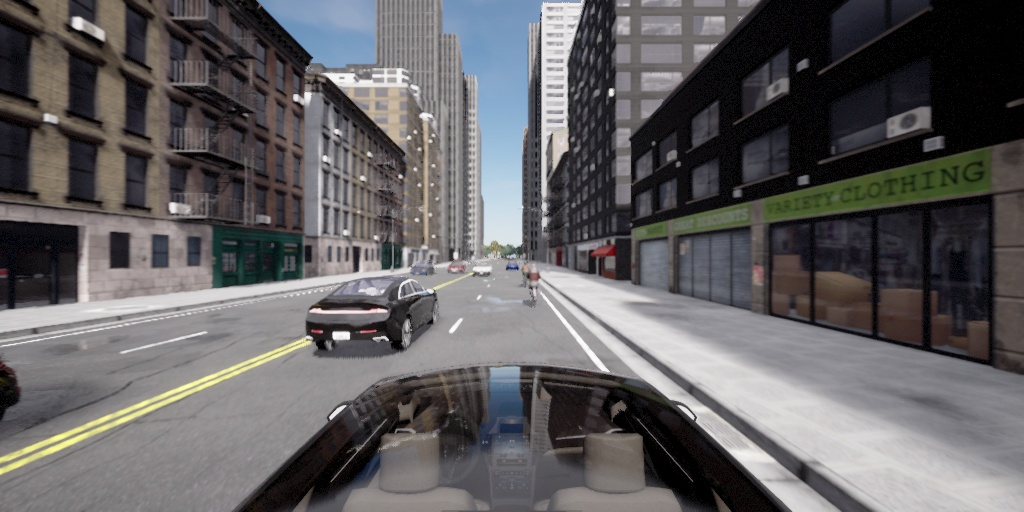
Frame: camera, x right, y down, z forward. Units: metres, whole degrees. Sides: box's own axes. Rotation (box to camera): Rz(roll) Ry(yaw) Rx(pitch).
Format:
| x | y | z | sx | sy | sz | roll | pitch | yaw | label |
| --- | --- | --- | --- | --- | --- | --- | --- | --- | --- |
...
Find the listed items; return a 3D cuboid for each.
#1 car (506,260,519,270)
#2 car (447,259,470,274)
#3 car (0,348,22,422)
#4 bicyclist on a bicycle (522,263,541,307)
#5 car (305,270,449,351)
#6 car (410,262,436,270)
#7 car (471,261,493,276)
| x | y | z | sx | sy | sz | roll | pitch | yaw | label |
| --- | --- | --- | --- | --- | --- | --- | --- | --- | --- |
| 0.084 | 1.483 | 56.848 | 1.994 | 1.385 | 4.181 | 0 | 0 | 0 | car |
| -6.590 | 1.406 | 43.234 | 1.812 | 1.442 | 4.674 | 0 | 0 | 0 | car |
| -6.601 | 1.103 | 2.001 | 2.097 | 1.767 | 4.553 | 0 | 0 | 0 | car |
| 0.892 | 1.162 | 14.727 | 0.659 | 1.776 | 1.843 | 0 | 0 | 0 | bicyclist on a bicycle |
| -3.150 | 1.265 | 9.046 | 2.128 | 1.511 | 4.902 | 0 | 0 | 0 | car |
| -9.845 | 1.419 | 40.013 | 2.033 | 1.411 | 5.357 | 0 | 0 | 0 | car |
| -3.152 | 1.471 | 39.585 | 1.895 | 1.301 | 4.718 | 0 | 0 | 0 | car |
